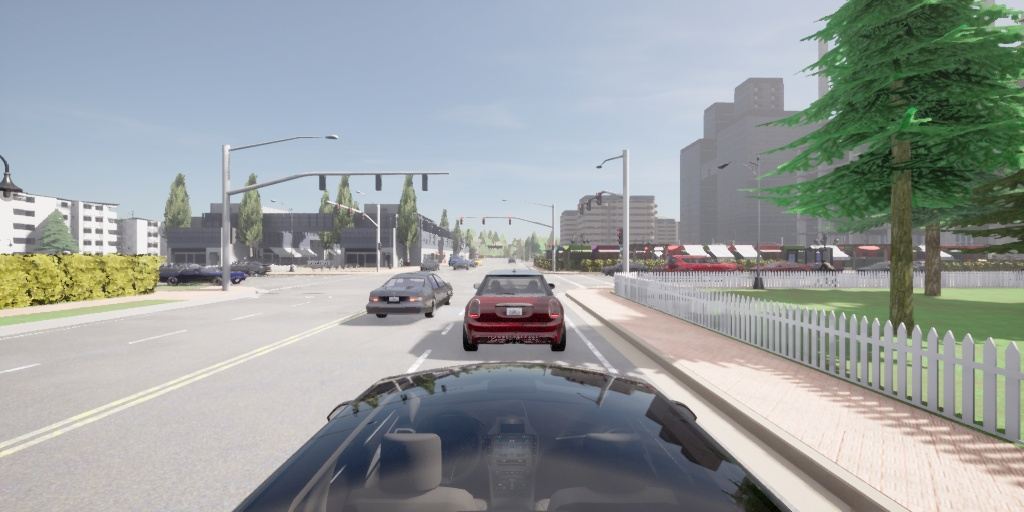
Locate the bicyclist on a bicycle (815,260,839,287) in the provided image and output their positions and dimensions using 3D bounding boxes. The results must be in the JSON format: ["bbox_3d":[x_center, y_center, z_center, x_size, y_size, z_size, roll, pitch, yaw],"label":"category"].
[{"bbox_3d":[18.787,1.052,21.472,0.582,1.620,1.656,0,0,-1],"label":"bicyclist on a bicycle"}]

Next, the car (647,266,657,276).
[{"bbox_3d":[15.072,1.102,32.364,4.553,1.767,2.097,0,0,-1],"label":"car"}]

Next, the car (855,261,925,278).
[{"bbox_3d":[34.347,1.255,32.842,4.892,1.490,1.837,0,0,-1],"label":"car"}]

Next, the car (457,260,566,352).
[{"bbox_3d":[0.062,1.102,9.112,2.097,1.767,4.553,0,0,0],"label":"car"}]

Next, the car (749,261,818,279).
[{"bbox_3d":[24.285,1.228,32.596,5.008,1.535,1.882,0,0,-1],"label":"car"}]

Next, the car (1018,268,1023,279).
[{"bbox_3d":[44.485,1.314,29.444,4.181,1.385,1.994,0,0,-2],"label":"car"}]

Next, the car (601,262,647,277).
[{"bbox_3d":[11.223,1.276,35.750,4.674,1.442,1.812,0,0,-1],"label":"car"}]

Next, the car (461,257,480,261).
[{"bbox_3d":[-7.097,1.297,60.381,2.033,1.411,5.357,0,0,0],"label":"car"}]

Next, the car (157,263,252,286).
[{"bbox_3d":[-20.886,1.351,24.358,4.718,1.301,1.895,0,0,-1],"label":"car"}]

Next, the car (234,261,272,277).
[{"bbox_3d":[-26.138,1.241,34.771,4.902,1.511,2.128,0,0,-2],"label":"car"}]

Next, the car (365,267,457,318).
[{"bbox_3d":[-3.421,1.297,12.947,2.033,1.411,5.357,0,0,0],"label":"car"}]

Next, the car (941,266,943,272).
[{"bbox_3d":[40.671,1.242,36.480,4.902,1.511,2.128,0,0,-1],"label":"car"}]

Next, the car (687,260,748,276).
[{"bbox_3d":[20.548,1.228,36.006,5.008,1.535,1.882,0,0,-1],"label":"car"}]

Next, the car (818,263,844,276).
[{"bbox_3d":[30.446,1.351,36.253,4.718,1.301,1.895,0,0,-1],"label":"car"}]

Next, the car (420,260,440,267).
[{"bbox_3d":[-10.612,1.253,46.584,1.837,1.490,4.892,0,1,0],"label":"car"}]

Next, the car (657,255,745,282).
[{"bbox_3d":[14.971,0.971,28.601,5.566,2.045,2.150,0,0,-2],"label":"car"}]

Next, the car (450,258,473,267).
[{"bbox_3d":[-7.111,1.314,51.118,1.994,1.385,4.181,0,0,0],"label":"car"}]

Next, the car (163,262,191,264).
[{"bbox_3d":[-25.396,1.242,27.753,4.902,1.511,2.128,0,0,-2],"label":"car"}]
